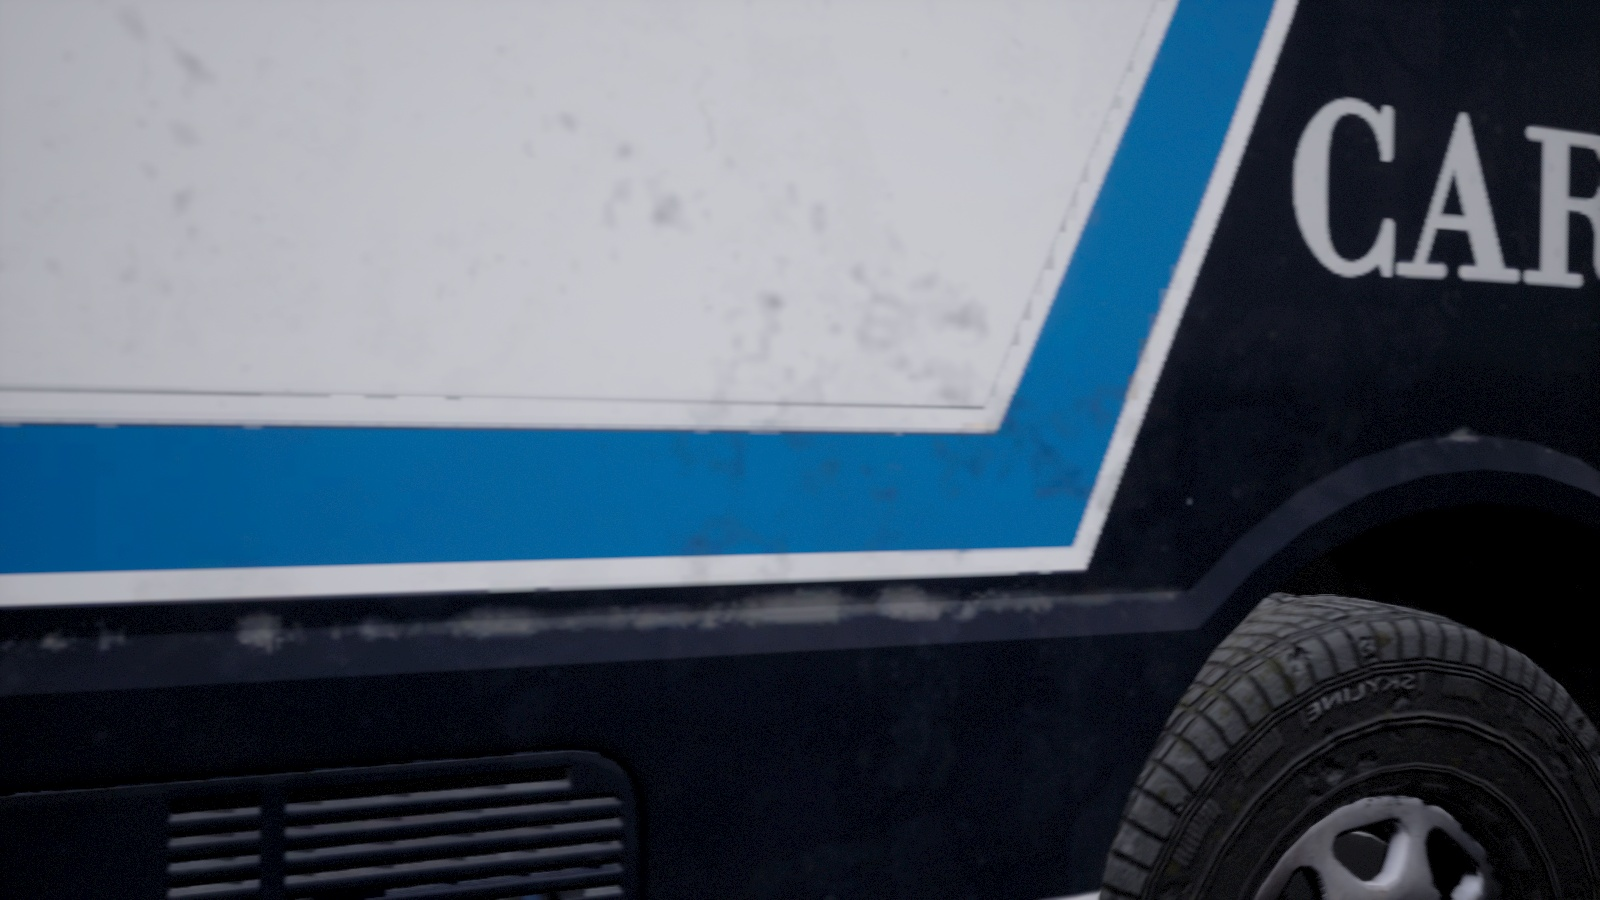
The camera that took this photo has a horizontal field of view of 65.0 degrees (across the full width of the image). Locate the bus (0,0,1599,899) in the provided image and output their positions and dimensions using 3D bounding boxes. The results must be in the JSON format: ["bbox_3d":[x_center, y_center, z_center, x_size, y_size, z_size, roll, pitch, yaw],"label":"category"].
[{"bbox_3d":[-2.069,-0.596,2.437,10.273,4.253,3.944,-1,1,-21],"label":"bus"}]
